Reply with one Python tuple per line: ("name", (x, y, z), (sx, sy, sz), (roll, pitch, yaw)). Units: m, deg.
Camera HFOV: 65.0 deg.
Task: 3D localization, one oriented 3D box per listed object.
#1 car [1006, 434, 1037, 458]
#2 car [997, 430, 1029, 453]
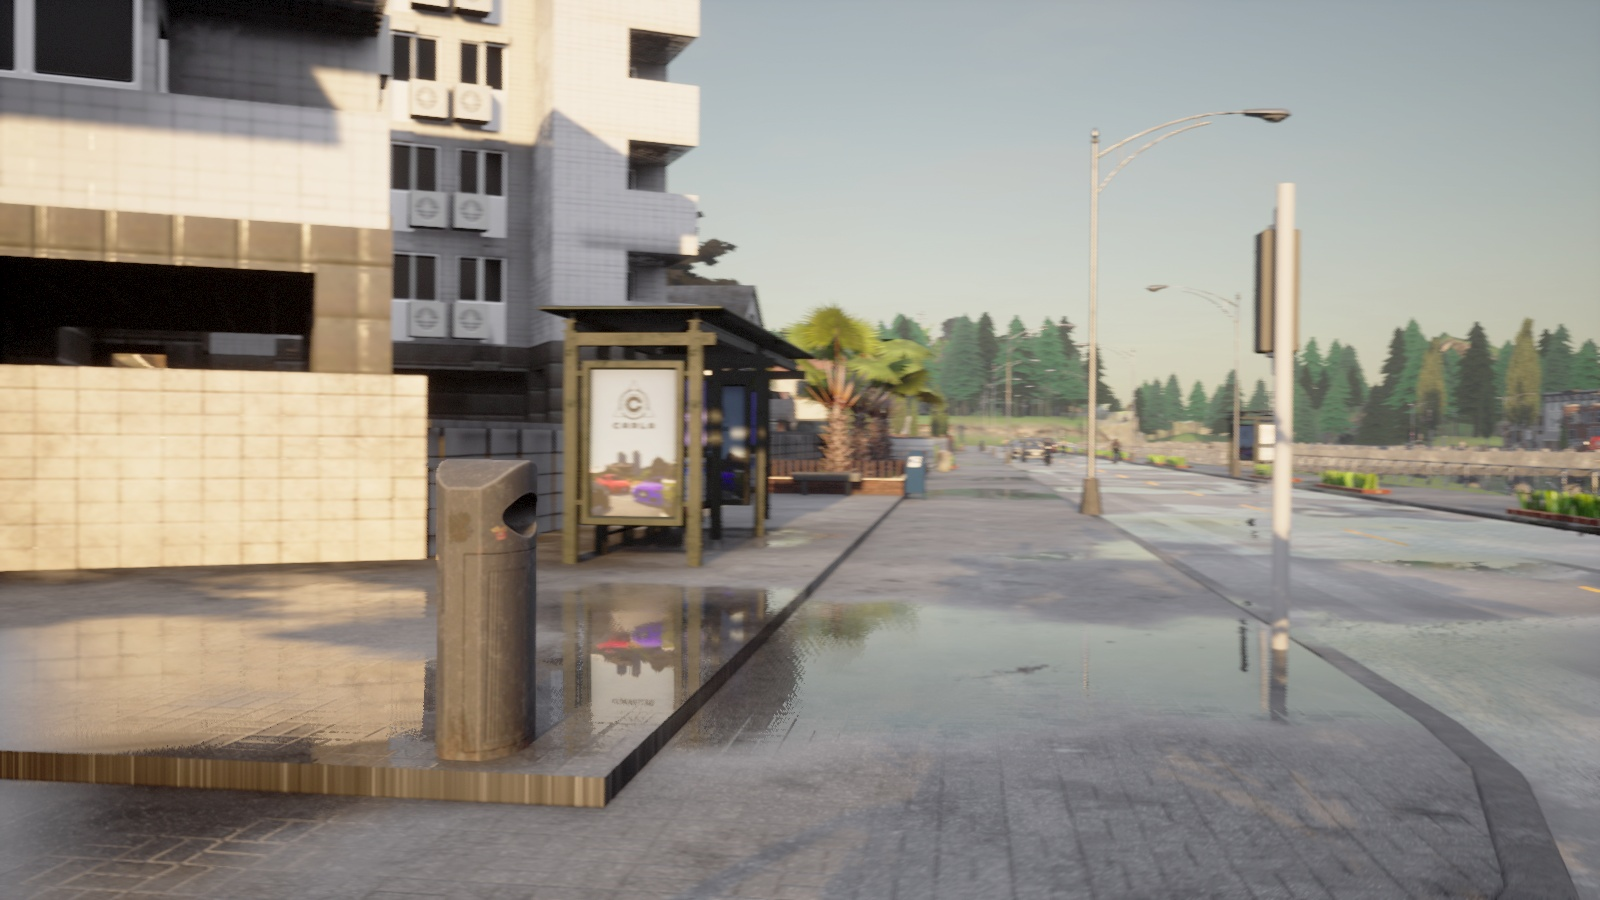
("car", (14.558, -0.292, 82.533), (1.789, 1.549, 3.705), (-1, 1, 7))
("car", (15.982, -0.638, 94.469), (2.152, 1.651, 5.027), (-1, 1, 7))
